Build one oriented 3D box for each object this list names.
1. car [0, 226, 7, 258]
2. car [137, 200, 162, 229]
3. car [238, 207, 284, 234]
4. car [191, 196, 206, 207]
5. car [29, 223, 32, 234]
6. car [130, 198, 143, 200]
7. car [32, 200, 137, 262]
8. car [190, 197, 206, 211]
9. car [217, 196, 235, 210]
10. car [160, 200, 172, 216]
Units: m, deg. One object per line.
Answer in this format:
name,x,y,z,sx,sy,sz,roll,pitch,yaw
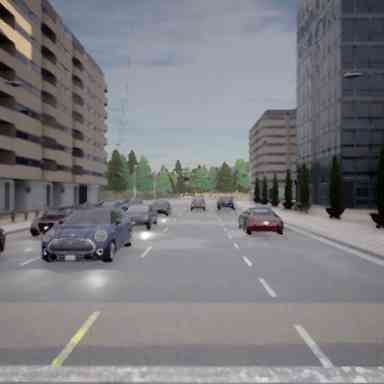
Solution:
car,-7.069,1.476,9.026,1.837,1.490,4.892,0,0,1
car,-3.318,1.500,21.420,1.812,1.442,4.674,0,0,2
car,3.816,1.543,18.953,1.994,1.385,4.181,0,0,1
car,1.015,1.469,50.718,2.128,1.511,4.902,0,0,2
car,-6.897,1.535,17.919,1.994,1.385,4.181,0,0,2
car,-6.339,1.476,37.087,1.837,1.490,4.892,0,0,1
car,-3.514,1.326,11.934,2.097,1.767,4.553,0,0,1
car,0.748,1.524,40.321,2.033,1.411,5.357,0,0,1
car,4.359,1.330,43.541,2.097,1.767,4.553,0,0,2
car,-2.977,1.521,31.884,2.033,1.411,5.357,0,0,2
